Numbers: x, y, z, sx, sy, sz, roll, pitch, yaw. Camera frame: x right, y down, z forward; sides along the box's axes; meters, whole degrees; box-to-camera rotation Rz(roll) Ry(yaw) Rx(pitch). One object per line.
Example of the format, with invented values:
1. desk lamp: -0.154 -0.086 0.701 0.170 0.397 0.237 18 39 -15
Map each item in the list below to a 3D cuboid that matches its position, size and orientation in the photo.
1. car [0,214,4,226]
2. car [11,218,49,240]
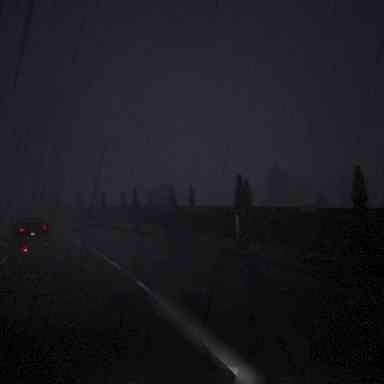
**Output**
1. car: -22.325 3.025 36.947 1.837 1.490 4.892 -3 0 -42
2. car: -11.041 2.389 22.501 1.895 1.301 4.718 -3 -1 -33
